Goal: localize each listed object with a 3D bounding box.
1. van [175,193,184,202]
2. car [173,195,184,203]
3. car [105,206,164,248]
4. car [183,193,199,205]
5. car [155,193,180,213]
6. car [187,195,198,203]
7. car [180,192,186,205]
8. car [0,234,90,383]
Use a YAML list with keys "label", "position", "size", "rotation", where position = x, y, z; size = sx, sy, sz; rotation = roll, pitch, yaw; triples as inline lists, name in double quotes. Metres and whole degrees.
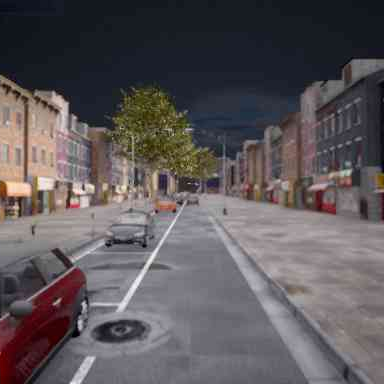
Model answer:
- label: "van"
  position: [-2.522, 1.108, 70.153]
  size: [1.690, 1.788, 3.998]
  rotation: [2, 0, 0]
- label: "car"
  position: [-2.534, 1.336, 64.618]
  size: [1.887, 1.381, 4.507]
  rotation: [2, 0, 0]
- label: "car"
  position: [-2.602, 1.542, 14.796]
  size: [2.008, 1.369, 4.403]
  rotation: [1, 0, 0]
- label: "car"
  position: [0.109, 1.332, 52.812]
  size: [2.128, 1.511, 4.902]
  rotation: [0, 0, 0]
- label: "car"
  position: [-2.705, 1.273, 35.593]
  size: [2.097, 1.767, 4.553]
  rotation: [0, 0, 0]
- label: "car"
  position: [0.089, 1.349, 66.400]
  size: [1.994, 1.385, 4.181]
  rotation: [0, 0, 0]
- label: "car"
  position: [-2.542, 1.156, 53.547]
  size: [2.192, 1.841, 5.009]
  rotation: [2, 0, 0]
- label: "car"
  position: [-2.615, 1.441, 3.723]
  size: [1.967, 1.590, 4.097]
  rotation: [1, 0, 0]
